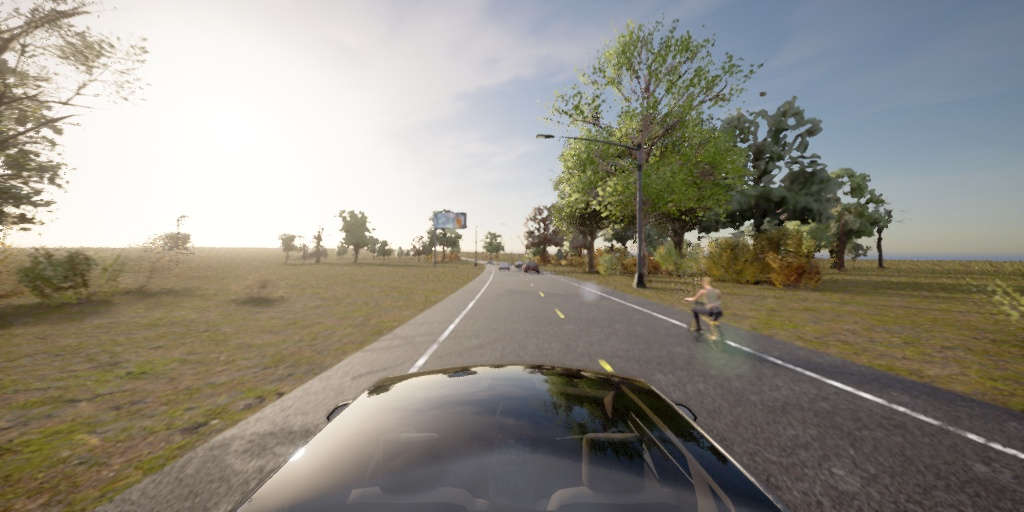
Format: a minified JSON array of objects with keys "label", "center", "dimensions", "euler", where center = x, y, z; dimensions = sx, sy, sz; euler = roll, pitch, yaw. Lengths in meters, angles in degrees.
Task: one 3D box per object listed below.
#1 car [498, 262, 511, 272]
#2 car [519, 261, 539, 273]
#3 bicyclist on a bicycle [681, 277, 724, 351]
[{"label":"car","center":[-1.231,1.707,57.391],"dimensions":[1.812,1.442,4.674],"euler":[0,0,-2]},{"label":"car","center":[2.659,1.521,51.975],"dimensions":[2.097,1.767,4.553],"euler":[0,-1,-2]},{"label":"bicyclist on a bicycle","center":[4.474,1.277,8.323],"dimensions":[0.866,1.612,1.509],"euler":[0,0,0]}]
